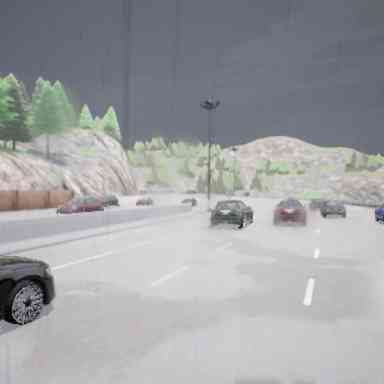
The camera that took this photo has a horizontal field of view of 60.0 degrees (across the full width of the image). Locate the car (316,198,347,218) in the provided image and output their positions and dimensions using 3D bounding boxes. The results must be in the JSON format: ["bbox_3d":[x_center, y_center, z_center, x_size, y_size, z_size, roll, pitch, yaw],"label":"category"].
[{"bbox_3d":[12.647,1.502,29.950,2.033,1.411,5.357,0,0,17],"label":"car"}]

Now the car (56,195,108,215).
[{"bbox_3d":[-9.795,1.294,29.287,2.097,1.767,4.553,0,0,18],"label":"car"}]

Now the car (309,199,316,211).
[{"bbox_3d":[15.349,1.485,40.235,2.033,1.411,5.357,0,0,13],"label":"car"}]

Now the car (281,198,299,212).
[{"bbox_3d":[11.365,1.464,38.724,1.812,1.442,4.674,0,0,14],"label":"car"}]

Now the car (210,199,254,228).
[{"bbox_3d":[2.756,1.314,22.113,2.097,1.767,4.553,0,0,20],"label":"car"}]

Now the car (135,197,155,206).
[{"bbox_3d":[-7.258,1.496,51.664,1.994,1.385,4.181,0,0,11],"label":"car"}]

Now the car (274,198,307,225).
[{"bbox_3d":[7.015,1.317,23.725,2.097,1.767,4.553,0,0,17],"label":"car"}]

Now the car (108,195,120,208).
[{"bbox_3d":[-12.010,1.260,46.761,2.097,1.767,4.553,0,0,14],"label":"car"}]

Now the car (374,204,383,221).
[{"bbox_3d":[14.263,1.444,23.366,1.882,1.535,5.008,0,0,18],"label":"car"}]

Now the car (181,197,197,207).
[{"bbox_3d":[-0.389,1.496,50.316,1.994,1.385,4.181,0,0,11],"label":"car"}]

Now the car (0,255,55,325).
[{"bbox_3d":[-4.161,1.479,4.587,2.128,1.511,4.902,0,0,23],"label":"car"}]
